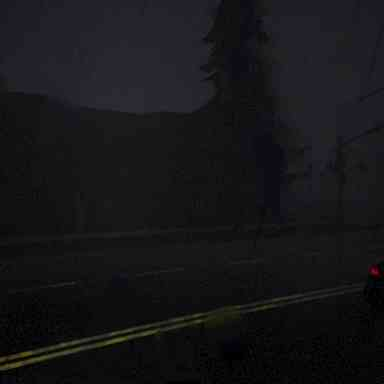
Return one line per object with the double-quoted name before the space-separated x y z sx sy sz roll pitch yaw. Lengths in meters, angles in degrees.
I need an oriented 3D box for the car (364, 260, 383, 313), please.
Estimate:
"car" 5.285 1.570 6.318 4.181 1.385 1.994 0 0 -28
